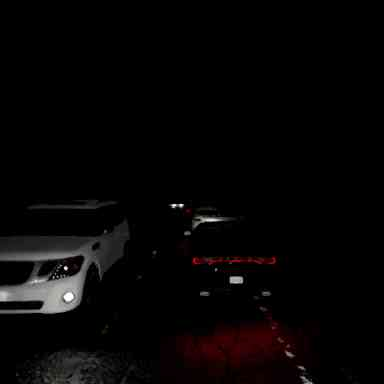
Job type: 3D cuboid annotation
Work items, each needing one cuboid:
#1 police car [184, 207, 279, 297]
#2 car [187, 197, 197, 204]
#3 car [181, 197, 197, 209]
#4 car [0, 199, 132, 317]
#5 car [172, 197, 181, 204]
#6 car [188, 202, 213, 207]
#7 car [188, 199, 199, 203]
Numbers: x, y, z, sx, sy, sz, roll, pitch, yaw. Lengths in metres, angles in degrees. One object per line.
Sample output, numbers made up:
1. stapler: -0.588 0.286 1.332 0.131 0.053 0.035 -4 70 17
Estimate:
1. police car: 0.818 1.426 8.744 1.930 1.638 5.238 0 0 0
2. car: -0.049 1.673 65.188 1.895 1.301 4.718 0 0 0
3. car: 0.003 1.524 46.107 2.128 1.511 4.902 0 0 0
4. car: -2.858 1.222 7.787 2.150 2.045 5.566 0 0 0
5. car: -2.799 1.672 64.822 1.895 1.301 4.718 0 0 0
6. car: 0.811 1.531 18.635 1.812 1.442 4.674 0 0 0
7. car: 0.806 1.514 24.634 1.837 1.490 4.892 0 0 0
